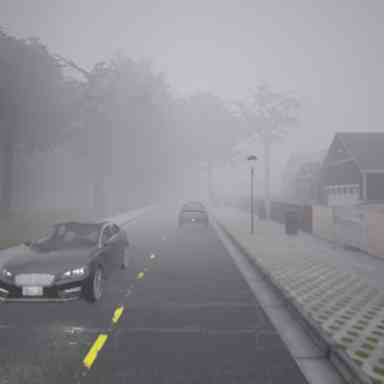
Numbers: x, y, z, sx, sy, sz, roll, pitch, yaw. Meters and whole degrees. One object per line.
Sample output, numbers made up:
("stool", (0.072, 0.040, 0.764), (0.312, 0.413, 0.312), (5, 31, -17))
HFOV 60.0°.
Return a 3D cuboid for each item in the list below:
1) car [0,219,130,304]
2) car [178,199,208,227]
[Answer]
("car", (-2.812, 1.492, 8.352), (2.128, 1.511, 4.902), (0, 0, 0))
("car", (0.094, 1.494, 22.611), (2.128, 1.511, 4.902), (0, 0, 0))
